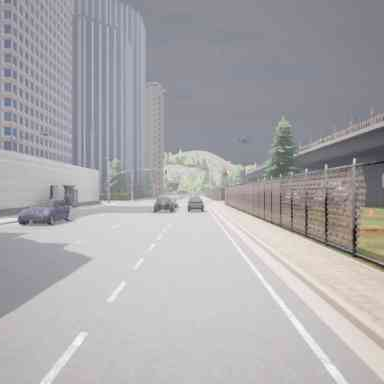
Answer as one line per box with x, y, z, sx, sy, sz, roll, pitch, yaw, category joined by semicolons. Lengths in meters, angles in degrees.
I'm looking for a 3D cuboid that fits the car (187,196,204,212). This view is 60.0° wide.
0.434;1.515;39.110;2.128;1.511;4.902;0;0;0;car

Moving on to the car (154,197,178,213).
-3.099;1.375;38.163;2.097;1.767;4.553;0;0;1;car

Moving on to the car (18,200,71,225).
-10.390;1.366;23.761;2.097;1.767;4.553;0;0;1;car

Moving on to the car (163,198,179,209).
-3.036;1.630;48.246;1.895;1.301;4.718;0;0;1;car
